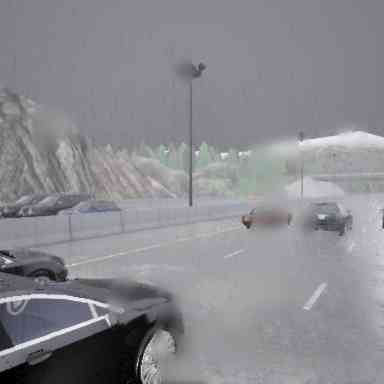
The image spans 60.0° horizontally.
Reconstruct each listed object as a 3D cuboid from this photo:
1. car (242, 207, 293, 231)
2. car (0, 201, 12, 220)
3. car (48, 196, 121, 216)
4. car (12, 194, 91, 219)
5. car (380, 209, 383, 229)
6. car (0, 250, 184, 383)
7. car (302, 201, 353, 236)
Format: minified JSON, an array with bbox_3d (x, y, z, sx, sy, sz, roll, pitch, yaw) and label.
[{"bbox_3d":[4.858,1.598,20.803,1.895,1.301,4.718,0,0,31],"label":"car"},{"bbox_3d":[-12.422,1.218,26.417,2.150,2.045,5.566,0,0,31],"label":"car"},{"bbox_3d":[-6.798,1.349,22.184,2.097,1.767,4.553,0,0,31],"label":"car"},{"bbox_3d":[-9.632,1.218,24.266,2.150,2.045,5.566,0,0,31],"label":"car"},{"bbox_3d":[13.163,1.499,21.026,1.837,1.490,4.892,0,-1,31],"label":"car"},{"bbox_3d":[-1.924,1.491,2.963,2.128,1.511,4.902,0,0,32],"label":"car"},{"bbox_3d":[7.755,1.349,18.835,2.097,1.767,4.553,0,0,31],"label":"car"}]
